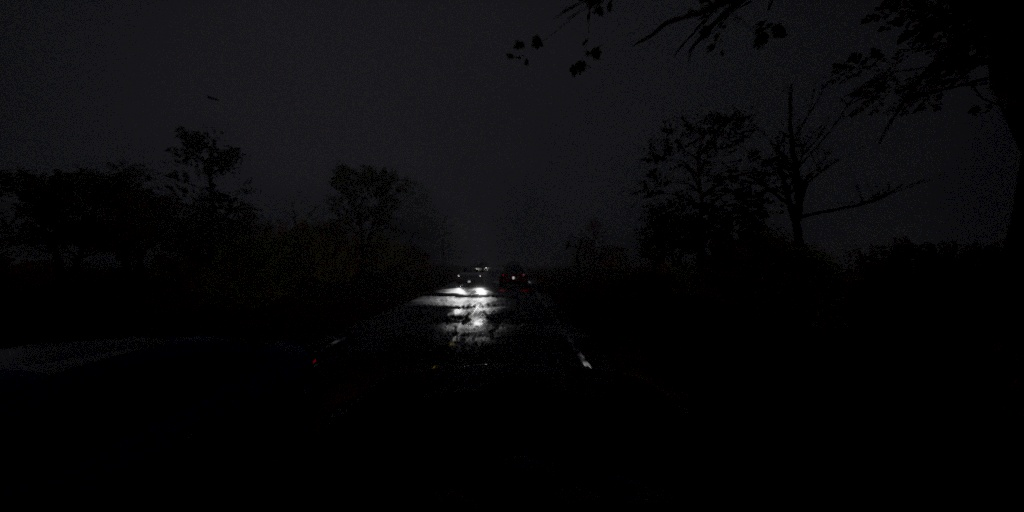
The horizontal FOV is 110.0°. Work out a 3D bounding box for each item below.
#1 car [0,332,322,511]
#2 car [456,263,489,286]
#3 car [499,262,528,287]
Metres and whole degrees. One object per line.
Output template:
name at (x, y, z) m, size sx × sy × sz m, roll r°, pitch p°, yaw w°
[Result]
car at (-2.839, 1.277, 1.879) m, size 1.812 × 1.442 × 4.674 m, roll 0°, pitch 0°, yaw 0°
car at (-2.838, 1.406, 26.008) m, size 1.895 × 1.301 × 4.718 m, roll 0°, pitch 0°, yaw 0°
car at (0.110, 1.367, 25.173) m, size 1.994 × 1.385 × 4.181 m, roll 0°, pitch 0°, yaw 0°
